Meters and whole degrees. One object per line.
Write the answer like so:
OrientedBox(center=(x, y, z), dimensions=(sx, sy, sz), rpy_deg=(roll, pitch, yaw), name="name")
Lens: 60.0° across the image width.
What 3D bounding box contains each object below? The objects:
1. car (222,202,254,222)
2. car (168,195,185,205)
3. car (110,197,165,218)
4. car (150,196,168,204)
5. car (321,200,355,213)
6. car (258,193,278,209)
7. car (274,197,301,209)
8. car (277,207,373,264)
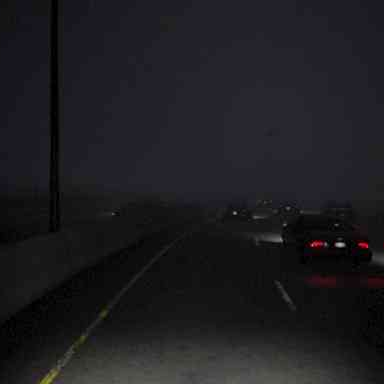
OrientedBox(center=(3.436, 1.397, 24.570), dimensions=(1.994, 1.385, 4.181), rpy_deg=(0, 0, 15), name="car")
OrientedBox(center=(-2.873, 1.201, 47.973), dimensions=(2.033, 1.411, 5.357), rpy_deg=(0, 0, 27), name="car")
OrientedBox(center=(-4.042, 1.364, 24.614), dimensions=(2.033, 1.411, 5.357), rpy_deg=(0, 0, 14), name="car")
OrientedBox(center=(-4.678, 1.222, 34.571), dimensions=(1.882, 1.535, 5.008), rpy_deg=(0, 0, 19), name="car")
OrientedBox(center=(10.568, 1.342, 24.210), dimensions=(2.128, 1.511, 4.902), rpy_deg=(0, 0, 16), name="car")
OrientedBox(center=(9.508, 1.233, 40.953), dimensions=(2.163, 1.488, 4.792), rpy_deg=(0, 0, 25), name="car")
OrientedBox(center=(9.043, 1.364, 30.832), dimensions=(1.994, 1.385, 4.181), rpy_deg=(0, 0, 19), name="car")
OrientedBox(center=(4.353, 1.474, 11.544), dimensions=(2.033, 1.411, 5.357), rpy_deg=(0, 0, 7), name="car")
